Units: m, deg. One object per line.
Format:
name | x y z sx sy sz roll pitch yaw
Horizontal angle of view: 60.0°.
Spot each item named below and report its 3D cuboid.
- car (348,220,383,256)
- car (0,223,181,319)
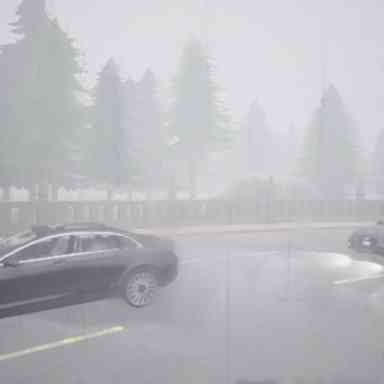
car | 7.454 1.462 11.251 4.181 1.385 1.994 0 1 -19
car | -2.556 1.359 6.123 4.902 1.511 2.128 0 1 -32
